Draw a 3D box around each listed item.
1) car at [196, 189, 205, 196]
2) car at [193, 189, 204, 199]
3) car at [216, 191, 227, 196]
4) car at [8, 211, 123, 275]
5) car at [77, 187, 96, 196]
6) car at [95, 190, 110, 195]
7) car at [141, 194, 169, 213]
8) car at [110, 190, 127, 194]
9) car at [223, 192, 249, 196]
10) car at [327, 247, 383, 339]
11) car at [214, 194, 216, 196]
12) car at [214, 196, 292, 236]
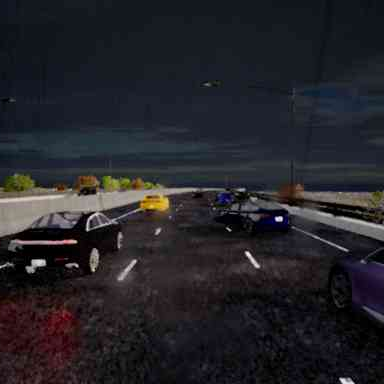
[{"bbox_3d":[1.997,0.018,78.230,2.128,1.511,4.902,0,1,3],"label":"car"},{"bbox_3d":[1.130,0.439,58.163,1.994,1.385,4.181,0,1,2],"label":"car"},{"bbox_3d":[4.008,0.739,37.109,1.882,1.535,5.008,0,1,1],"label":"car"},{"bbox_3d":[-3.336,1.285,9.701,2.128,1.511,4.902,0,1,0],"label":"car"},{"bbox_3d":[-19.702,0.005,62.663,2.150,2.045,5.566,0,1,3],"label":"car"},{"bbox_3d":[-16.186,0.380,63.030,1.895,1.301,4.718,0,1,3],"label":"car"},{"bbox_3d":[-3.082,0.910,28.069,1.882,1.535,5.008,0,1,1],"label":"car"},{"bbox_3d":[-12.784,0.370,60.696,2.033,1.411,5.357,0,1,3],"label":"car"},{"bbox_3d":[3.775,0.976,26.192,1.837,1.490,4.892,0,1,1],"label":"car"},{"bbox_3d":[3.517,1.338,4.351,2.033,1.649,4.856,0,1,0],"label":"car"},{"bbox_3d":[4.311,0.562,48.057,2.163,1.488,4.792,0,1,2],"label":"car"},{"bbox_3d":[2.896,1.165,16.488,2.163,1.488,4.792,0,1,-21],"label":"car"}]
